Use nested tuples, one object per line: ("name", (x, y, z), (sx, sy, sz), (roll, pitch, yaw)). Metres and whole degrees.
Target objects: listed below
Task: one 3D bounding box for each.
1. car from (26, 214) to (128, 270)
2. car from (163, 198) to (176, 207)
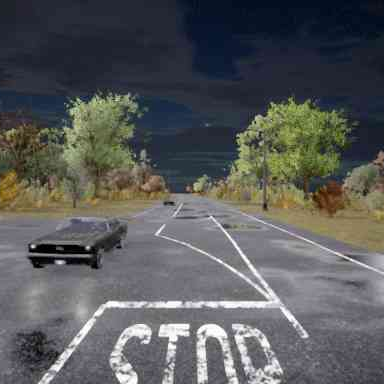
("car", (-3.442, 1.461, 10.887), (1.895, 1.301, 4.718), (1, 2, 0))
("car", (-3.536, 1.626, 51.776), (1.895, 1.301, 4.718), (0, 0, -1))
